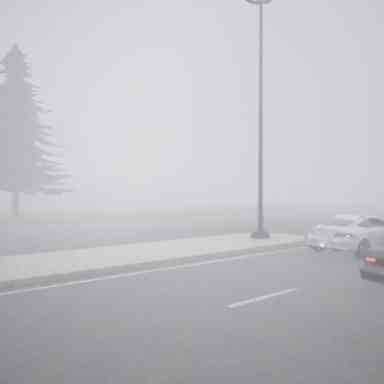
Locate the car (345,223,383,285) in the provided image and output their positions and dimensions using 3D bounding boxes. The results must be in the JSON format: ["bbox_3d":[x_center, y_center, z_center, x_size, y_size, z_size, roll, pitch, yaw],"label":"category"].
[{"bbox_3d":[6.315,1.564,8.294,5.357,1.411,2.033,0,0,-35],"label":"car"}]

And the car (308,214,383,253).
[{"bbox_3d":[6.284,1.546,12.547,4.674,1.442,1.812,0,0,-35],"label":"car"}]
